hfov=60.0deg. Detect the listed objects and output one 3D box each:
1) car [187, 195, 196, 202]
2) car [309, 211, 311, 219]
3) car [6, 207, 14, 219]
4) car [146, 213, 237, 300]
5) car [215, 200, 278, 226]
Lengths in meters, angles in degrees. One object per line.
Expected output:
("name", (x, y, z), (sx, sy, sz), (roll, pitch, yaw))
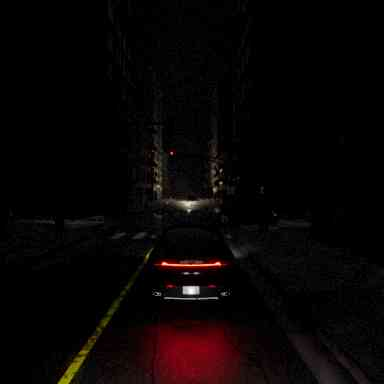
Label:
("car", (-0.174, 1.492, 82.408), (2.097, 1.767, 4.553), (0, 0, 0))
("car", (12.298, 1.722, 27.511), (5.008, 1.535, 1.882), (1, 0, -1))
("car", (-15.505, 1.307, 24.043), (4.902, 1.511, 2.128), (1, 0, 1))
("car", (-0.017, 1.506, 8.357), (1.837, 1.490, 4.892), (0, 0, 0))
("car", (3.873, 1.451, 24.230), (4.553, 1.767, 2.097), (2, 0, -1))
